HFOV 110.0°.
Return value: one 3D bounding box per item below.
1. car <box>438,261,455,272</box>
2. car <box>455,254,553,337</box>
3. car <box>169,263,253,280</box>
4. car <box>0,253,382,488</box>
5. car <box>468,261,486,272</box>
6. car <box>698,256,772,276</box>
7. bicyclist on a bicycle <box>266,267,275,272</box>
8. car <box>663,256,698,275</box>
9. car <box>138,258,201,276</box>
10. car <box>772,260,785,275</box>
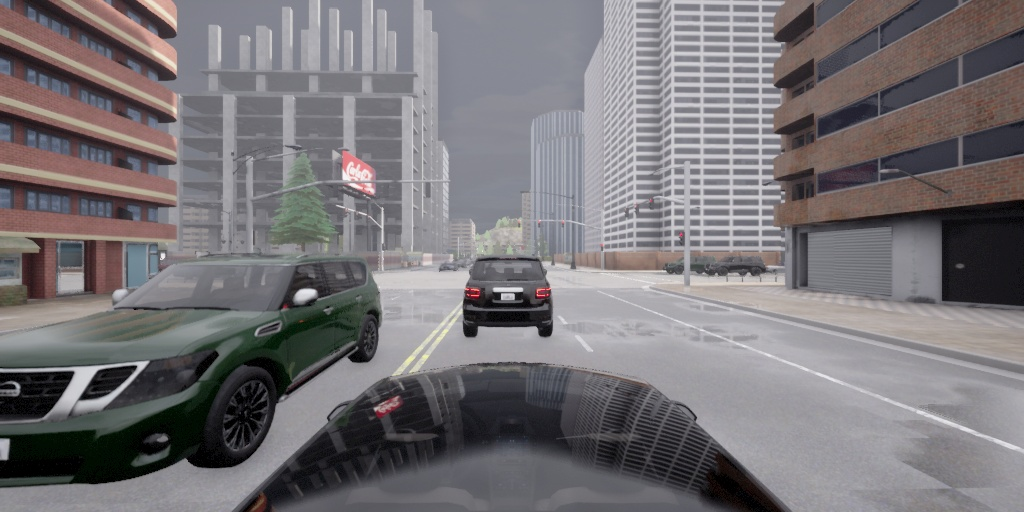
[{"bbox_3d":[-7.948,1.314,45.055,1.994,1.385,4.181,0,0,-1],"label":"car"},{"bbox_3d":[-0.116,0.971,10.421,2.150,2.045,5.566,0,0,-1],"label":"car"},{"bbox_3d":[-25.608,1.297,30.650,5.357,1.411,2.033,0,0,-1],"label":"car"},{"bbox_3d":[-3.674,0.972,5.207,2.150,2.045,5.566,0,0,-2],"label":"car"},{"bbox_3d":[-4.479,1.351,46.499,1.895,1.301,4.718,0,0,-1],"label":"car"},{"bbox_3d":[22.015,0.971,35.561,5.566,2.045,2.150,0,0,-2],"label":"car"},{"bbox_3d":[-28.682,1.051,42.559,0.582,1.620,1.656,0,0,-1],"label":"bicyclist on a bicycle"},{"bbox_3d":[19.406,0.972,38.992,5.566,2.045,2.150,0,0,-1],"label":"car"},{"bbox_3d":[-35.786,1.102,37.594,4.553,1.767,2.097,0,0,-1],"label":"car"},{"bbox_3d":[29.536,1.351,39.239,4.718,1.301,1.895,0,0,-1],"label":"car"}]
